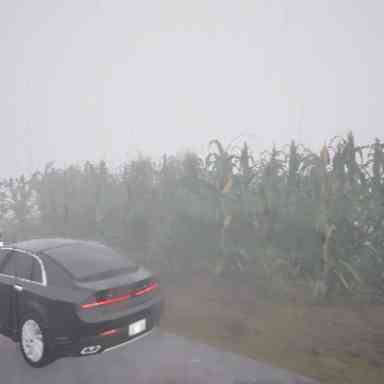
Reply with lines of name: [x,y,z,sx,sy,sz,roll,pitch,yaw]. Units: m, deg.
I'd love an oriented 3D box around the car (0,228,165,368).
car: [-2.682,1.595,5.940,4.892,1.490,1.837,-1,-1,37]
